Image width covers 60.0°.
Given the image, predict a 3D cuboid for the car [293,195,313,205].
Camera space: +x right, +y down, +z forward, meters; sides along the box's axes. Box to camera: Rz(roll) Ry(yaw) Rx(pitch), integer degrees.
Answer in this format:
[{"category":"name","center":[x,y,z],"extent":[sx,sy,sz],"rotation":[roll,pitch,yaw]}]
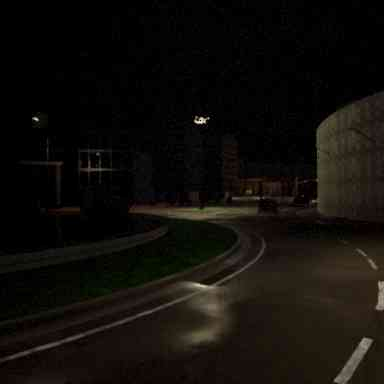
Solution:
[{"category":"car","center":[18.875,1.447,57.165],"extent":[1.882,1.535,5.008],"rotation":[-1,0,32]}]

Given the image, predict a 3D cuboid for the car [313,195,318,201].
[{"category":"car","center":[29.142,1.384,79.899],"extent":[2.128,1.511,4.902],"rotation":[-1,0,33]}]

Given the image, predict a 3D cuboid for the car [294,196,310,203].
[{"category":"car","center":[23.520,1.498,71.129],"extent":[2.033,1.411,5.357],"rotation":[-1,0,33]}]

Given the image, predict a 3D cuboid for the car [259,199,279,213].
[{"category":"car","center":[8.923,1.508,38.337],"extent":[1.882,1.535,5.008],"rotation":[-1,0,18]}]
